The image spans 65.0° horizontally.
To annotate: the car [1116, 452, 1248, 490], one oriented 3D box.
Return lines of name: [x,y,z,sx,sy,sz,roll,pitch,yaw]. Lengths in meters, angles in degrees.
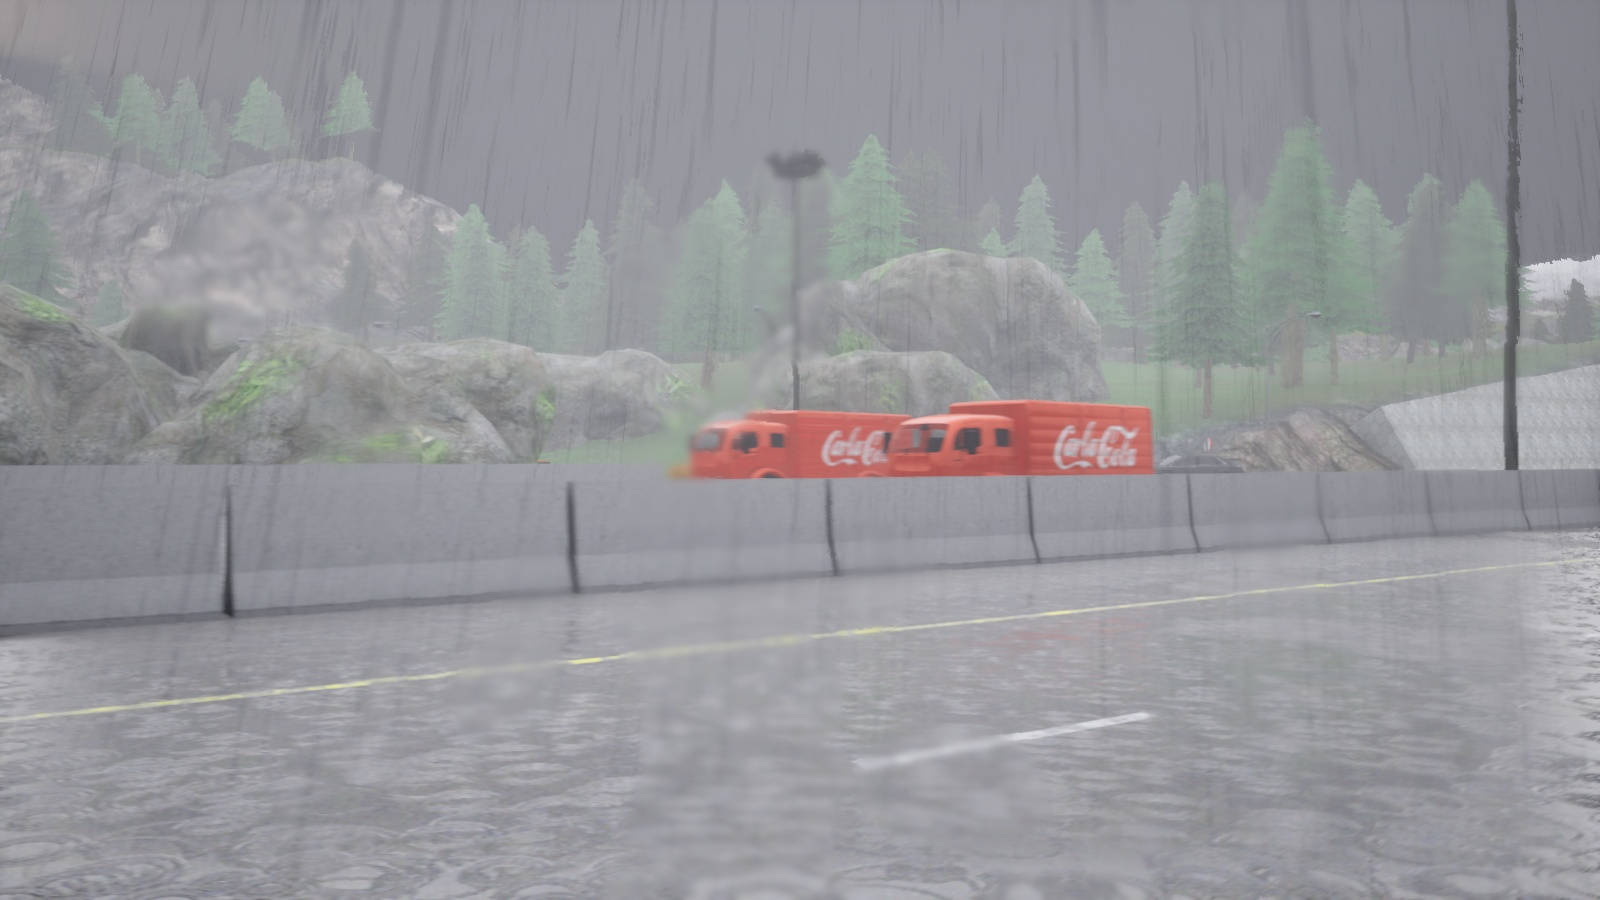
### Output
car: [15.662,0.843,51.591,4.892,1.490,1.837,0,0,-9]

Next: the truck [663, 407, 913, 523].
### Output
truck: [-0.242,0.334,29.078,5.204,2.467,2.627,0,0,-35]

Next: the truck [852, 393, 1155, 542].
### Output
truck: [3.842,0.311,23.392,5.204,2.467,2.627,0,0,-35]
